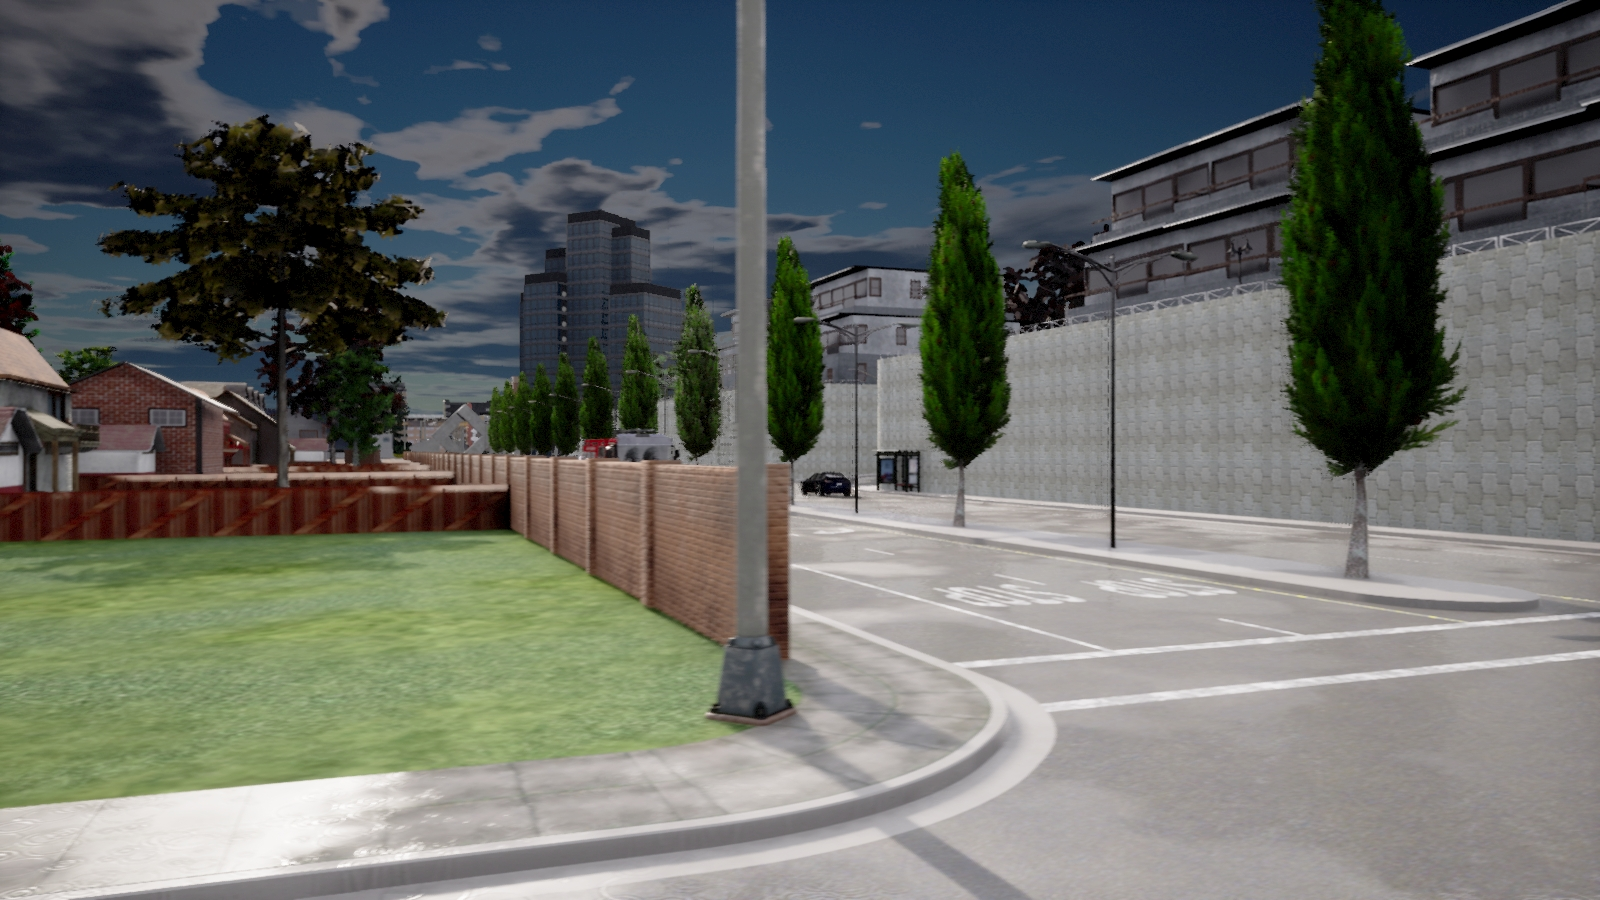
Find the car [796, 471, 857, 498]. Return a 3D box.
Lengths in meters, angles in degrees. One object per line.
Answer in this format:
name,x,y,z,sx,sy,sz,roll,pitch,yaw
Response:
car,1.585,2.105,71.011,2.163,1.488,4.792,0,0,-20

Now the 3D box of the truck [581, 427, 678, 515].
truck,-8.282,0.929,54.505,2.891,3.827,8.468,0,0,-21
